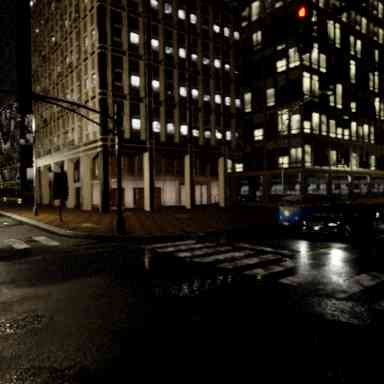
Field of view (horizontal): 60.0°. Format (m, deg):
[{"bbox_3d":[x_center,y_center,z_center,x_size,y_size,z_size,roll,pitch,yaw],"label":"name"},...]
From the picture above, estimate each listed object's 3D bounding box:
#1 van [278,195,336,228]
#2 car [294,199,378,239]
[{"bbox_3d":[6.472,1.077,18.422,3.998,1.788,1.690,-1,0,-38],"label":"van"},{"bbox_3d":[7.062,1.234,15.617,4.892,1.490,1.837,-1,0,-41],"label":"car"}]
